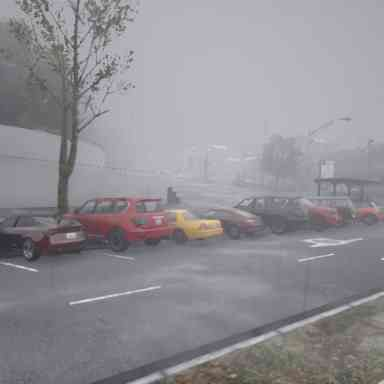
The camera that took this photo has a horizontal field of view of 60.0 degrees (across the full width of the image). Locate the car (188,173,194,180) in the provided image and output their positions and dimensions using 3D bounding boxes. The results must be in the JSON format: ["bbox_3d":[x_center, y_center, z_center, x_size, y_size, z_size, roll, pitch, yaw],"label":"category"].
[{"bbox_3d":[1.905,-3.851,87.349,2.185,1.767,4.553,6,3,34],"label":"car"}]

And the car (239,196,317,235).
[{"bbox_3d":[3.876,1.261,19.291,5.566,2.045,2.435,-1,-1,35],"label":"car"}]

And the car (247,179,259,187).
[{"bbox_3d":[14.238,-1.813,70.337,1.946,1.575,5.366,7,3,35],"label":"car"}]

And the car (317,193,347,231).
[{"bbox_3d":[6.389,1.266,20.997,5.566,2.045,2.435,-1,-1,35],"label":"car"}]

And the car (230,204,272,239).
[{"bbox_3d":[1.450,1.547,17.532,4.674,1.452,2.002,-1,-1,35],"label":"car"}]

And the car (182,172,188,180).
[{"bbox_3d":[0.174,-4.086,89.818,2.185,1.767,4.553,4,1,33],"label":"car"}]

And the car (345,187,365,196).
[{"bbox_3d":[26.211,0.135,52.920,2.002,1.452,4.674,7,3,35],"label":"car"}]

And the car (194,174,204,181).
[{"bbox_3d":[3.701,-3.700,84.884,2.435,2.045,5.566,7,3,34],"label":"car"}]

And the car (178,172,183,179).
[{"bbox_3d":[-1.598,-4.363,92.165,2.435,2.045,5.566,1,-1,34],"label":"car"}]

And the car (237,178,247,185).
[{"bbox_3d":[12.406,-2.045,72.657,2.002,1.452,4.674,7,4,35],"label":"car"}]

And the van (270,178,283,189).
[{"bbox_3d":[17.544,-1.492,65.136,1.878,1.987,4.442,7,4,35],"label":"van"}]

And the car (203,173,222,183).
[{"bbox_3d":[5.553,-3.177,82.626,1.946,1.575,5.366,7,3,34],"label":"car"}]

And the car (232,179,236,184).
[{"bbox_3d":[10.662,-2.318,75.118,2.002,1.452,4.674,7,3,35],"label":"car"}]

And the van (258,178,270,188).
[{"bbox_3d":[15.814,-1.765,67.607,1.878,1.987,4.442,7,4,35],"label":"van"}]

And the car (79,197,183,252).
[{"bbox_3d":[-3.475,1.247,14.075,5.566,2.045,2.435,-1,-1,34],"label":"car"}]

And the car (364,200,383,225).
[{"bbox_3d":[11.335,1.402,24.420,4.553,1.767,2.185,-1,-1,35],"label":"car"}]

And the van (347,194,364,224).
[{"bbox_3d":[8.926,1.296,22.668,4.442,1.987,1.878,-1,-1,35],"label":"van"}]

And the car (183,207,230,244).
[{"bbox_3d":[-1.156,1.502,15.903,5.366,1.575,1.946,-1,-1,35],"label":"car"}]

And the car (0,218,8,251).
[{"bbox_3d":[-8.338,1.492,10.581,4.892,1.521,2.231,-1,-1,34],"label":"car"}]

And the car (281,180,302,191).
[{"bbox_3d":[19.305,-0.993,62.775,2.231,1.521,4.892,7,3,35],"label":"car"}]

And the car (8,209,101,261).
[{"bbox_3d":[-5.919,1.523,12.329,4.792,1.488,2.163,-1,-1,35],"label":"car"}]

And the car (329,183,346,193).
[{"bbox_3d":[24.519,-0.427,55.392,2.435,2.045,5.566,7,3,35],"label":"car"}]
